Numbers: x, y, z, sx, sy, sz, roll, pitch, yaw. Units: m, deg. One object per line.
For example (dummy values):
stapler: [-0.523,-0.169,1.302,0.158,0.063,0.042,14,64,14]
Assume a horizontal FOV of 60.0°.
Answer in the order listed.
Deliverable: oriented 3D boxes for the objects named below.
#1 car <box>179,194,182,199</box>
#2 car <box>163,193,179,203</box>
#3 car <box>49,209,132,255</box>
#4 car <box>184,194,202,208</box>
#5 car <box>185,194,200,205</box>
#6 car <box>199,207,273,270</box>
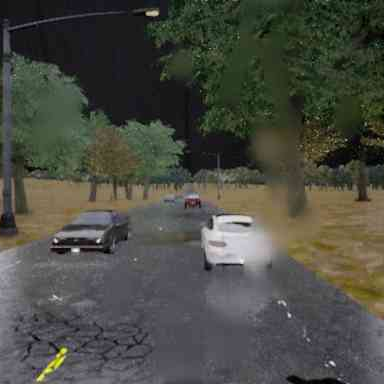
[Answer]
car: [-3.447,1.130,85.375,1.895,1.301,4.718,0,0,0]
car: [-3.546,1.005,53.944,1.837,1.490,4.892,0,1,0]
car: [-3.593,1.396,12.946,2.033,1.411,5.357,0,1,0]
car: [0.107,1.035,38.993,1.882,1.535,5.008,0,0,0]
car: [0.032,0.994,48.949,2.128,1.511,4.902,0,0,0]
car: [1.232,1.403,10.394,1.812,1.442,4.674,0,1,0]
